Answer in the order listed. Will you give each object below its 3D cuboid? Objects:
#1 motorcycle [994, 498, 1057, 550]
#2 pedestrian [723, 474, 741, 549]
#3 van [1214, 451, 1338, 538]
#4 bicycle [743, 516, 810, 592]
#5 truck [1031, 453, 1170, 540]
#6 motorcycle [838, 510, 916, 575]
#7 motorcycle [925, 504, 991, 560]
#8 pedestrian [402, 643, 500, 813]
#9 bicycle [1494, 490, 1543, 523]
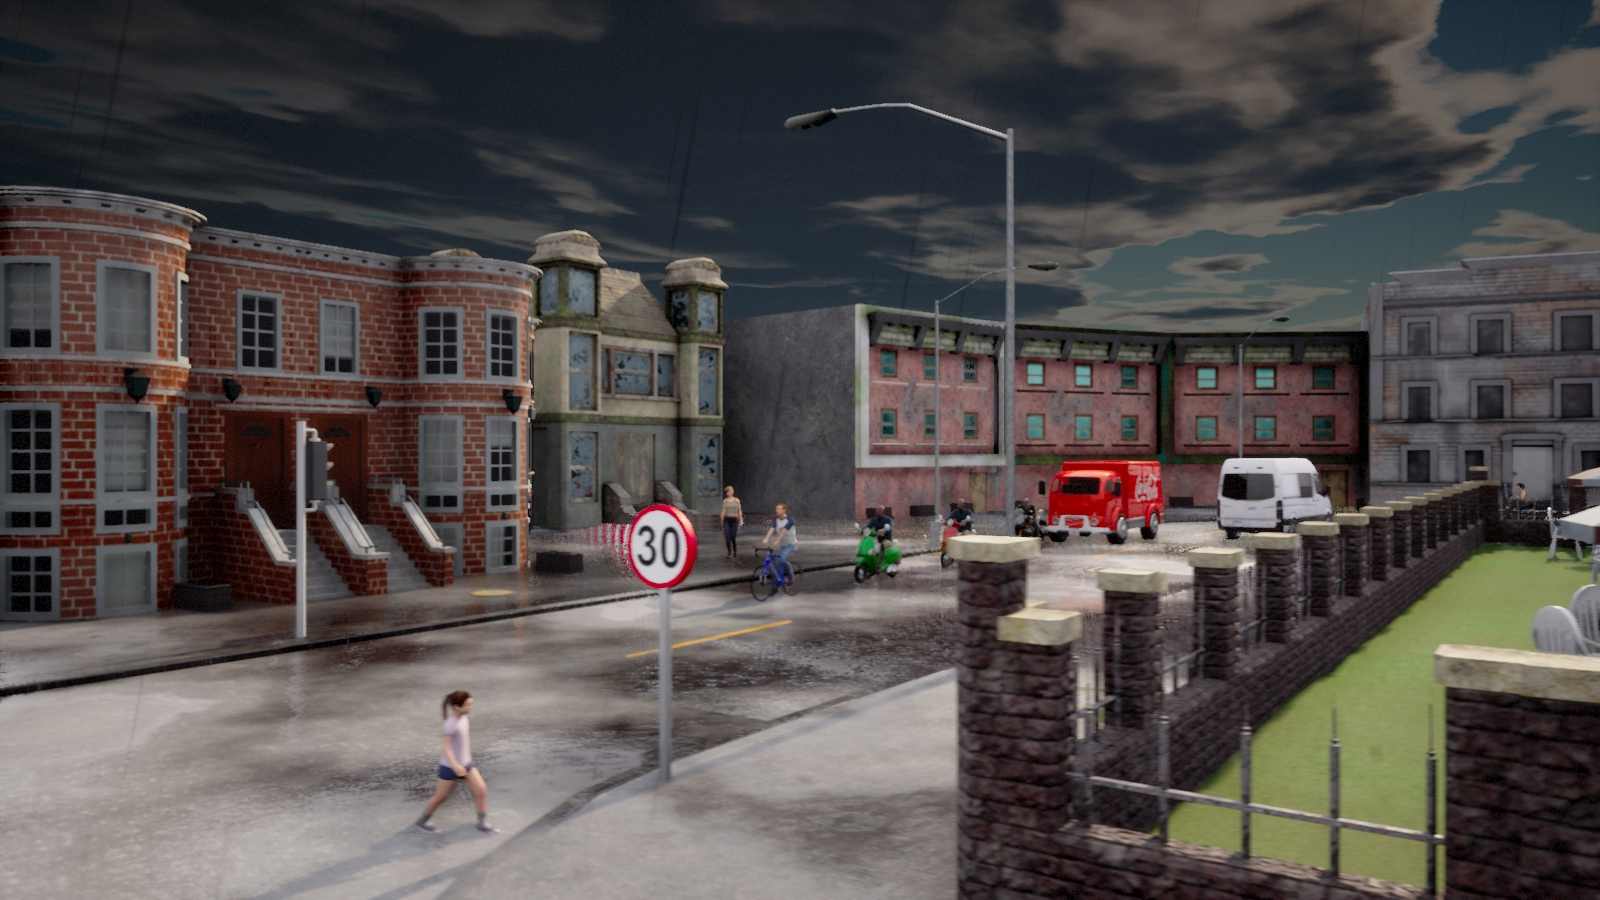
[{"bbox_3d":[6.143,1.985,31.055,0.867,1.251,2.209,0,0,35],"label":"motorcycle"},{"bbox_3d":[-1.701,1.525,28.418,0.375,1.860,0.375,0,0,9],"label":"pedestrian"},{"bbox_3d":[15.343,1.316,36.618,1.988,2.561,5.915,-1,0,40],"label":"van"},{"bbox_3d":[-0.425,1.936,21.576,0.373,1.296,1.643,0,0,35],"label":"bicycle"},{"bbox_3d":[9.424,1.348,35.508,2.627,2.467,5.204,0,0,33],"label":"truck"},{"bbox_3d":[1.667,1.962,24.564,0.856,1.236,1.805,0,0,35],"label":"motorcycle"},{"bbox_3d":[3.842,1.962,27.660,0.856,1.236,1.805,0,0,35],"label":"motorcycle"},{"bbox_3d":[-2.540,2.008,8.349,0.500,1.100,0.500,0,0,13],"label":"pedestrian"},{"bbox_3d":[25.969,2.037,41.327,1.487,1.080,0.859,0,1,31],"label":"bicycle"}]
